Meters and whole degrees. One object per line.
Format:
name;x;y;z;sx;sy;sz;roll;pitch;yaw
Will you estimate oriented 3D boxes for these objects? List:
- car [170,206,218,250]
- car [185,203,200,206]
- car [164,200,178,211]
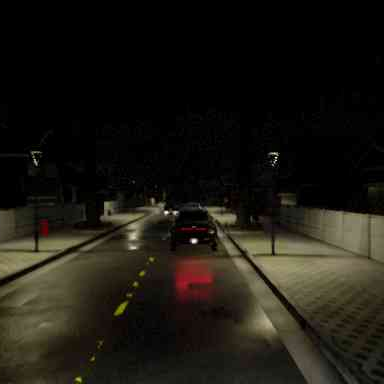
car;0.082;1.561;14.642;1.837;1.490;4.892;0;0;0
car;0.080;1.704;30.707;1.812;1.442;4.674;0;-1;0
car;-2.847;1.871;46.210;2.033;1.411;5.357;0;-1;0
